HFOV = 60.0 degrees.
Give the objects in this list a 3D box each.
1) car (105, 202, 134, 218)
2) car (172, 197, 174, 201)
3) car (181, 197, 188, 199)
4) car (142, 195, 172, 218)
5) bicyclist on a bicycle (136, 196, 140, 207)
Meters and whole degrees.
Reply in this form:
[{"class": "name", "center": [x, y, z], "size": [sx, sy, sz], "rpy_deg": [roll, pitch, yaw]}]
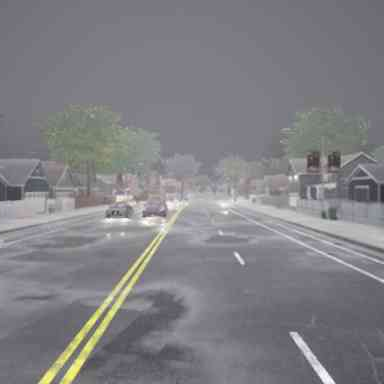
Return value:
[{"class": "car", "center": [-6.579, 1.638, 30.620], "size": [1.994, 1.385, 4.181], "rpy_deg": [0, 0, 0]}, {"class": "car", "center": [-5.069, 1.404, 71.879], "size": [1.994, 1.385, 4.181], "rpy_deg": [0, 0, 4]}, {"class": "car", "center": [-1.798, 1.379, 72.047], "size": [1.994, 1.385, 4.181], "rpy_deg": [0, 0, 4]}, {"class": "car", "center": [-3.328, 1.426, 30.722], "size": [2.097, 1.767, 4.553], "rpy_deg": [0, 0, 0]}, {"class": "bicyclist on a bicycle", "center": [-8.412, 1.449, 51.479], "size": [0.659, 1.776, 1.843], "rpy_deg": [0, 0, 2]}]
